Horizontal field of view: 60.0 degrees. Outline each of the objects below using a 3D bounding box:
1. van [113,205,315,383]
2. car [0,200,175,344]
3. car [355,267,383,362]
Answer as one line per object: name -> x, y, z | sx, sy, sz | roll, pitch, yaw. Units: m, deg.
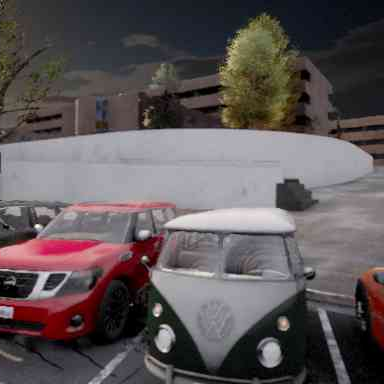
van -> 0.740, 1.254, 5.131 | 1.878, 1.987, 4.442 | 1, -1, 15
car -> -1.698, 1.226, 6.943 | 2.435, 2.045, 5.566 | 1, -1, 15
car -> 3.210, 1.359, 3.467 | 2.185, 1.767, 4.553 | 0, -1, 15
